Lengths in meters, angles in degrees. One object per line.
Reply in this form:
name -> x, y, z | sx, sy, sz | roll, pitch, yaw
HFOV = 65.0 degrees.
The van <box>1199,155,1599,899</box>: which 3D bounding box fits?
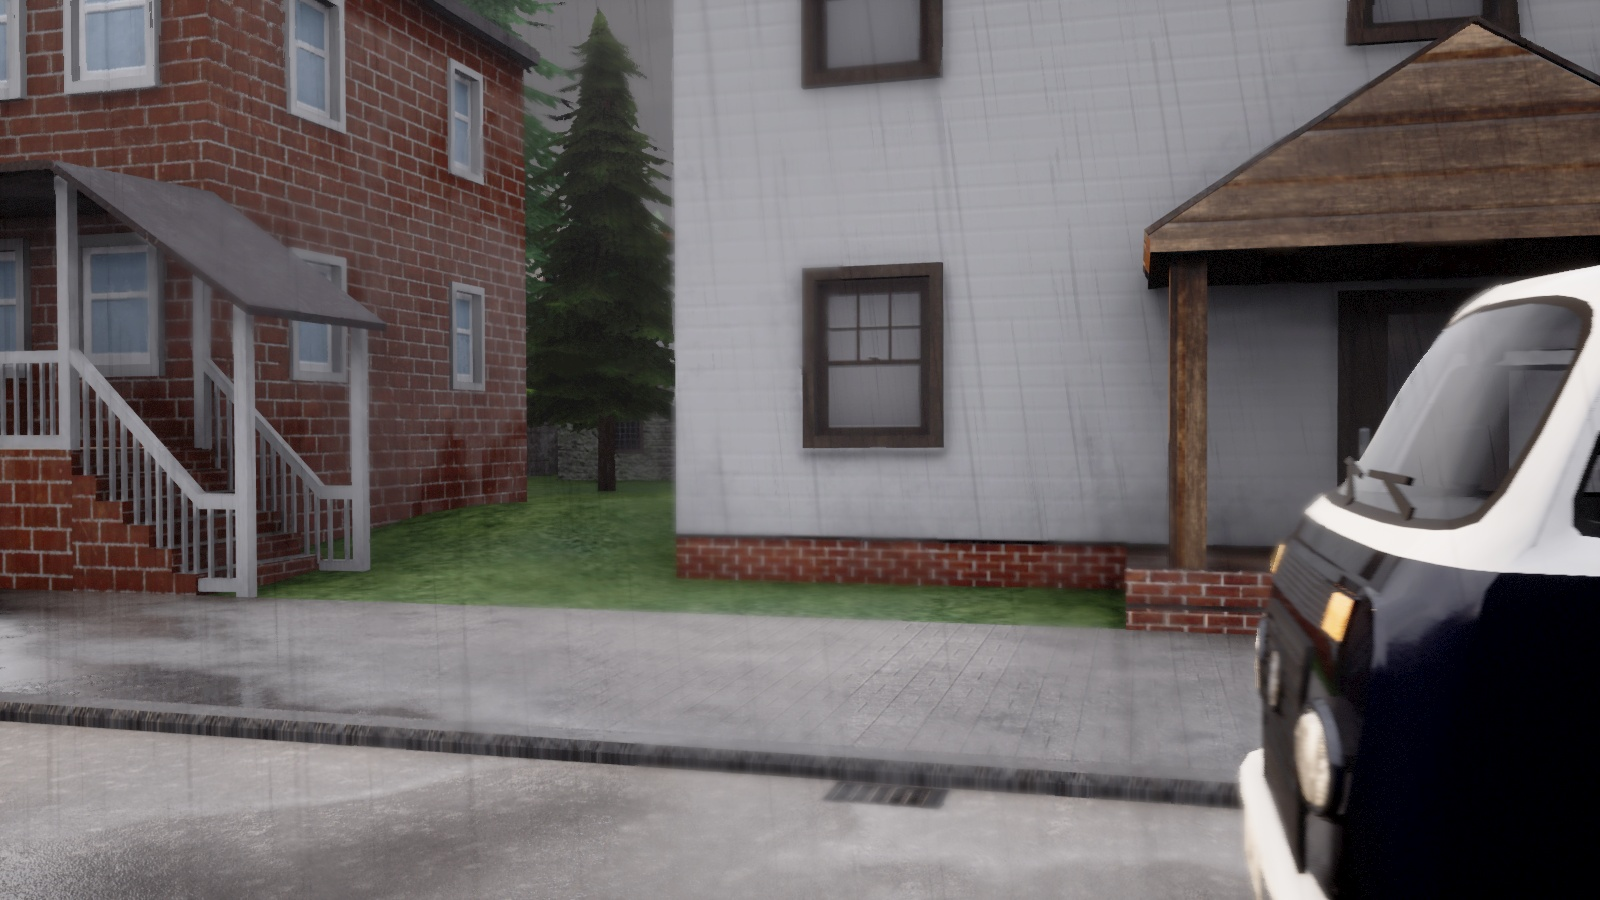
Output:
van -> 3.259, 0.519, 2.694 | 4.480, 2.038, 2.069 | 0, 1, 15
